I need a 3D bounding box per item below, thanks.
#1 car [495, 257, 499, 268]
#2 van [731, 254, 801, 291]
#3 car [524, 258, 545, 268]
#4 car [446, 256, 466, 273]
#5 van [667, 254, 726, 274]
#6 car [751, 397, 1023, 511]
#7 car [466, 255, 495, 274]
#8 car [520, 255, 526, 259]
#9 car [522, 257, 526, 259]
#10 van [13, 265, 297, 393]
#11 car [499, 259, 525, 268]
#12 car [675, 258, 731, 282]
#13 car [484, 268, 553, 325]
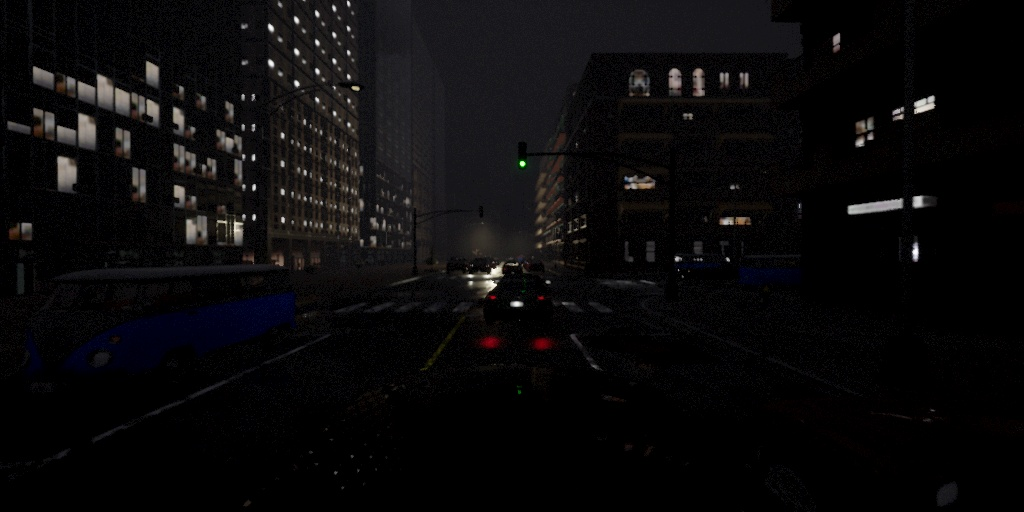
[{"bbox_3d":[-3.221,0.878,48.177,2.097,1.767,4.553,0,0,0],"label":"car"},{"bbox_3d":[13.693,0.819,18.088,3.998,1.789,1.690,0,0,-1],"label":"van"},{"bbox_3d":[2.575,1.113,38.863,1.888,1.381,4.507,0,0,0],"label":"car"},{"bbox_3d":[-5.805,0.882,38.837,2.192,1.841,5.009,0,0,0],"label":"car"},{"bbox_3d":[13.645,0.736,26.469,3.998,1.789,1.690,0,0,-1],"label":"van"},{"bbox_3d":[2.693,1.299,0.950,1.888,1.381,4.507,0,0,0],"label":"car"},{"bbox_3d":[-3.197,0.927,37.119,2.097,1.767,4.553,0,0,0],"label":"car"},{"bbox_3d":[2.541,0.957,49.917,1.967,1.591,4.097,0,0,0],"label":"car"},{"bbox_3d":[2.558,1.087,44.390,1.888,1.381,4.507,0,0,0],"label":"car"},{"bbox_3d":[-5.705,1.065,6.448,1.690,1.789,3.998,0,0,0],"label":"van"},{"bbox_3d":[0.001,1.191,34.032,1.895,1.301,4.718,0,0,0],"label":"car"},{"bbox_3d":[13.562,1.023,23.878,4.718,1.301,1.895,-1,1,0],"label":"car"},{"bbox_3d":[0.314,1.262,11.687,1.994,1.385,4.181,0,0,5],"label":"car"}]
